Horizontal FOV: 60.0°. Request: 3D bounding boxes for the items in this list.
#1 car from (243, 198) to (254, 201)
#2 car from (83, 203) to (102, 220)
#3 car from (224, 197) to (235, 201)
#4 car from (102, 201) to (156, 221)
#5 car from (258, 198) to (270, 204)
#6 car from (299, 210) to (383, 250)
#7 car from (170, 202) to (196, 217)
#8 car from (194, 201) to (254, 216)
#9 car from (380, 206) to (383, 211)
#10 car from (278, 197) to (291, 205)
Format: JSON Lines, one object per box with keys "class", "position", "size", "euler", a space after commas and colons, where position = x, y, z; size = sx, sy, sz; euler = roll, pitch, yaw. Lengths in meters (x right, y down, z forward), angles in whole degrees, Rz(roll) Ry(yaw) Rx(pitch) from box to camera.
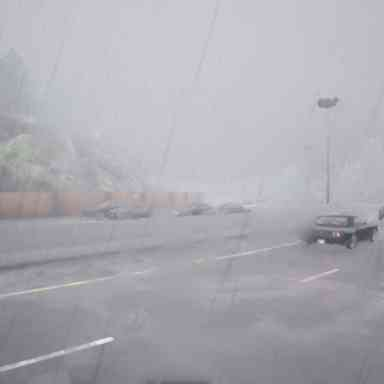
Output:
{"class": "car", "position": [11.170, 1.849, 66.219], "size": [2.033, 1.411, 5.357], "euler": [0, 0, 4]}
{"class": "car", "position": [-7.537, 1.618, 30.486], "size": [1.882, 1.535, 5.008], "euler": [0, 0, 41]}
{"class": "car", "position": [7.777, 1.847, 69.158], "size": [1.882, 1.535, 5.008], "euler": [0, 0, 4]}
{"class": "car", "position": [-5.046, 1.692, 28.083], "size": [1.994, 1.385, 4.181], "euler": [0, 0, 42]}
{"class": "car", "position": [14.722, 1.840, 67.649], "size": [1.895, 1.301, 4.718], "euler": [0, 0, 4]}
{"class": "car", "position": [6.633, 1.661, 14.695], "size": [1.895, 1.301, 4.718], "euler": [0, 0, 44]}
{"class": "car", "position": [0.111, 1.618, 28.741], "size": [2.128, 1.511, 4.902], "euler": [0, 0, 38]}
{"class": "car", "position": [2.808, 1.661, 26.392], "size": [2.033, 1.411, 5.357], "euler": [0, 0, 39]}
{"class": "car", "position": [17.487, 1.677, 29.047], "size": [1.994, 1.385, 4.181], "euler": [0, 0, 32]}
{"class": "car", "position": [18.111, 1.746, 65.147], "size": [1.837, 1.490, 4.892], "euler": [0, 0, 5]}
